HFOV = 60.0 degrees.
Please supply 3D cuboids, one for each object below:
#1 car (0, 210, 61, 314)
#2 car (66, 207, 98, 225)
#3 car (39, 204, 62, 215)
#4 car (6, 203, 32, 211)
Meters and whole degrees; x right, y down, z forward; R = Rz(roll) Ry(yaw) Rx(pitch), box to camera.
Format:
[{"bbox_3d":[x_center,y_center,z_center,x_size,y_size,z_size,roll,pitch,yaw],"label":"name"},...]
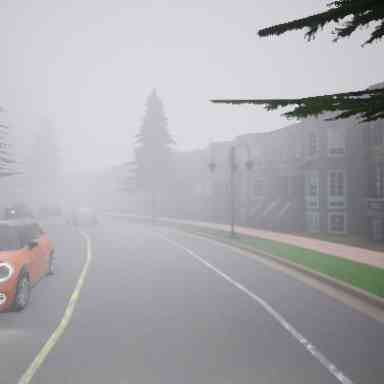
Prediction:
[{"bbox_3d":[-4.656,1.498,7.783,2.097,1.767,4.553,0,-1,-12],"label":"car"},{"bbox_3d":[-9.412,1.992,28.304,1.812,1.442,4.674,0,-1,-32],"label":"car"},{"bbox_3d":[-16.681,2.164,38.974,2.128,1.511,4.902,0,-1,-36],"label":"car"},{"bbox_3d":[-17.667,1.963,34.000,2.097,1.767,4.553,0,-1,-36],"label":"car"}]
